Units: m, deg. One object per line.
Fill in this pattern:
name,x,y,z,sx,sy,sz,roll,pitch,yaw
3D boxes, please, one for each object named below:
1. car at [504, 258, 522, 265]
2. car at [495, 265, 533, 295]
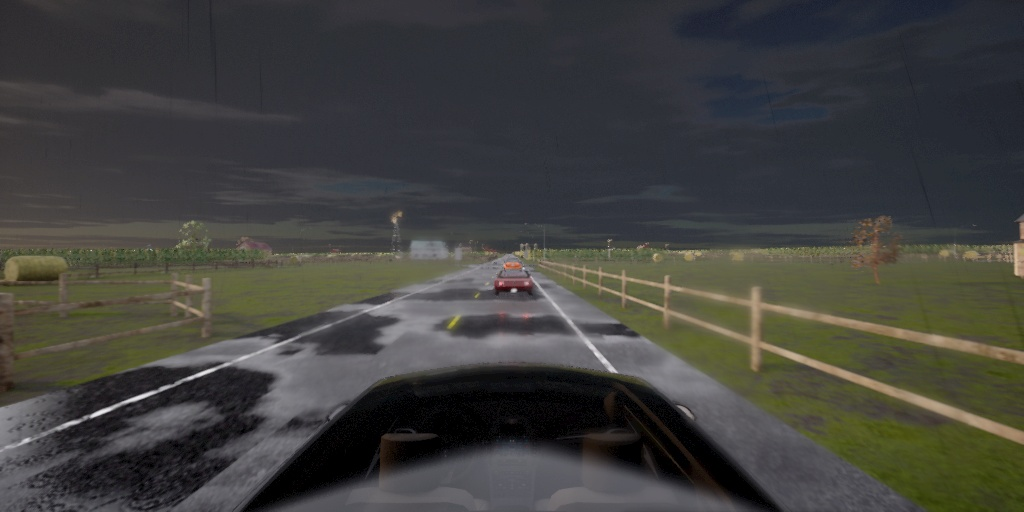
car,0.098,1.052,43.484,2.097,1.767,4.553,0,0,0
car,0.099,1.340,19.307,1.895,1.301,4.718,0,0,0
